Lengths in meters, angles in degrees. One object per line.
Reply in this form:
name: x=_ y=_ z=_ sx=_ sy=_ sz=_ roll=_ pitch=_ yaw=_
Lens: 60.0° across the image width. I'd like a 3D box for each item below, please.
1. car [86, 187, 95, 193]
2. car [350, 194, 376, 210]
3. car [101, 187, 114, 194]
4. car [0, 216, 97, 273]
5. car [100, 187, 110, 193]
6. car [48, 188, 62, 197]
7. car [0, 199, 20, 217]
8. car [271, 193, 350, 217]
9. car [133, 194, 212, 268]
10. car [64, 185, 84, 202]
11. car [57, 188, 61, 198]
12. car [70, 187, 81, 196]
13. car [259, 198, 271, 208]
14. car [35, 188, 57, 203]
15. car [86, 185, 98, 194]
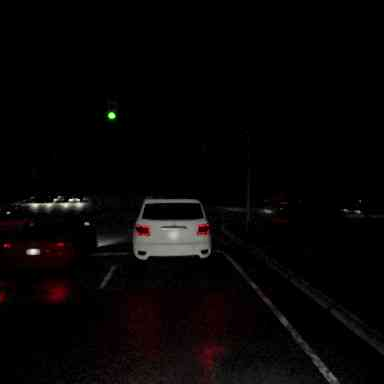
car: x=-25.036 y=-0.575 z=81.828 sx=1.994 sy=1.385 sz=4.181 roll=-1 pitch=1 yaw=-19
car: x=18.670 y=1.031 z=35.297 sx=4.553 sy=1.767 sz=2.097 roll=2 pitch=1 yaw=-16
car: x=-18.269 y=-0.301 z=73.184 sx=2.033 sy=1.411 sz=5.357 roll=-1 pitch=1 yaw=-20
car: x=-4.269 y=1.448 z=10.452 sx=1.994 sy=1.385 sz=4.181 roll=0 pitch=1 yaw=-7
car: x=-21.742 y=-0.569 z=83.013 sx=1.895 sy=1.301 sz=4.718 roll=-1 pitch=1 yaw=-19
car: x=-25.190 y=0.029 z=61.295 sx=2.033 sy=1.411 sz=5.357 roll=-1 pitch=2 yaw=-20
car: x=-14.708 y=1.133 z=23.464 sx=4.718 sy=1.301 sz=1.895 roll=0 pitch=2 yaw=18
car: x=8.915 y=1.062 z=25.074 sx=4.902 sy=1.511 sz=2.128 roll=1 pitch=1 yaw=-16
car: x=-0.734 y=1.085 z=11.053 sx=2.150 sy=2.045 sz=5.566 roll=0 pitch=1 yaw=-6
car: x=-15.384 y=0.180 z=43.433 sx=2.150 sy=2.045 sz=5.566 roll=-1 pitch=2 yaw=-17
car: x=-21.758 y=0.283 z=51.506 sx=2.033 sy=1.411 sz=5.357 roll=-1 pitch=2 yaw=-19
car: x=-21.826 y=-0.073 z=62.277 sx=1.882 sy=1.535 sz=5.008 roll=-1 pitch=2 yaw=-20
car: x=9.029 y=0.887 z=32.503 sx=5.008 sy=1.535 sz=1.882 roll=1 pitch=1 yaw=-16
car: x=-18.656 y=0.475 z=42.182 sx=1.882 sy=1.535 sz=5.008 roll=-1 pitch=2 yaw=-18
car: x=-21.579 y=-0.580 z=72.035 sx=2.150 sy=2.045 sz=5.566 roll=-1 pitch=1 yaw=-20
